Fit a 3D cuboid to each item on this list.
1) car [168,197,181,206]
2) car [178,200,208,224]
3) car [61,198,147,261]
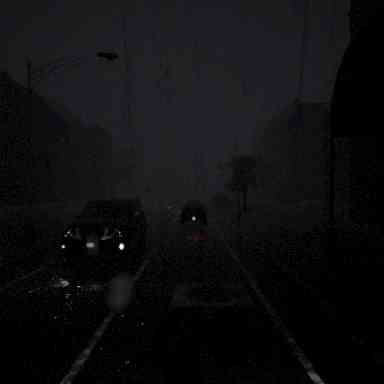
[{"bbox_3d":[-2.988,1.570,56.777,1.837,1.490,4.892,0,0,1],"label":"car"},{"bbox_3d":[0.129,1.575,25.235,1.837,1.490,4.892,0,0,0],"label":"car"},{"bbox_3d":[-3.085,1.269,12.882,2.150,2.045,5.566,0,0,0],"label":"car"}]
